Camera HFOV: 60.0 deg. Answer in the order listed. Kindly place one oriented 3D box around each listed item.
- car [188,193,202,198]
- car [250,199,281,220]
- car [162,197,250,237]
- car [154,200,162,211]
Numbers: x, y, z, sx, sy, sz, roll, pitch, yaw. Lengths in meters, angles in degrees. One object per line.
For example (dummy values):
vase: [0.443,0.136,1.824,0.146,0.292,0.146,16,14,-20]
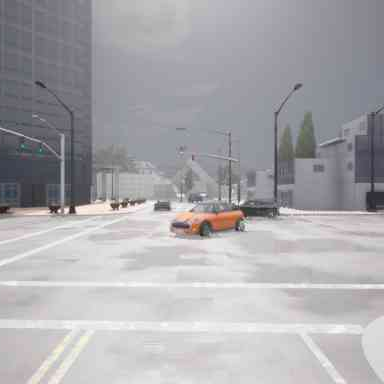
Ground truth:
car: [0.710,1.221,67.356,2.150,2.045,5.566,0,0,12]
car: [5.152,1.352,28.149,4.553,1.767,2.097,0,0,15]
car: [0.884,1.361,18.096,2.097,1.767,4.553,0,0,43]
car: [-3.619,1.601,41.646,1.895,1.301,4.718,0,0,0]
